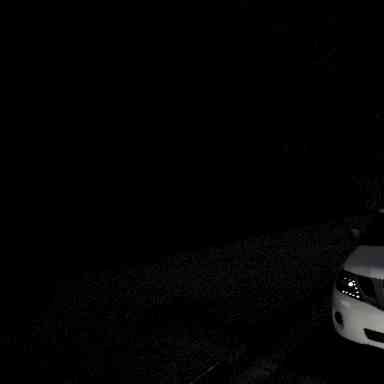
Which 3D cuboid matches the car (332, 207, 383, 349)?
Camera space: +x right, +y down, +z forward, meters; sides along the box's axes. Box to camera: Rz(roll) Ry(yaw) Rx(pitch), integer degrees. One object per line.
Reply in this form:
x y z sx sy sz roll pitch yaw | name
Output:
4.236 1.217 5.828 2.150 2.045 5.566 0 0 38 | car
